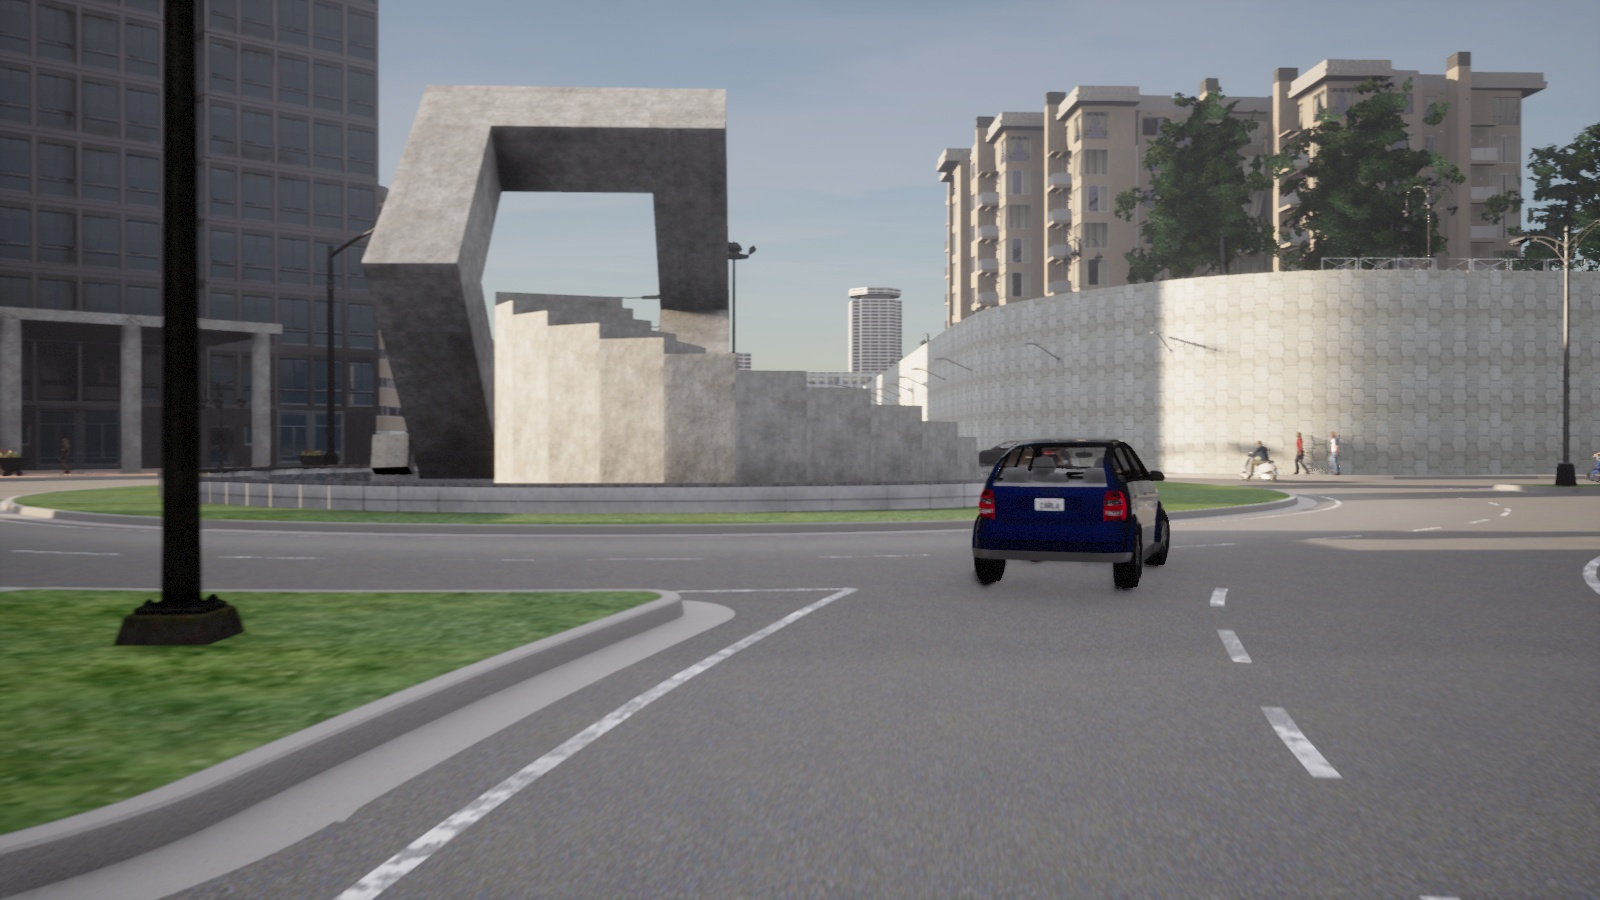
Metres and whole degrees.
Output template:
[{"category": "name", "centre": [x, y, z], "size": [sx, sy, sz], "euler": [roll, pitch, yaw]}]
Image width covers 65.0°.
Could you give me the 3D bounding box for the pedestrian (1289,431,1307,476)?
[{"category": "pedestrian", "centre": [20.737, 0.144, 52.303], "size": [0.636, 1.846, 0.331], "euler": [0, 0, 27]}]

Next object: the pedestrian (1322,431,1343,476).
[{"category": "pedestrian", "centre": [21.953, 0.149, 51.781], "size": [0.706, 1.836, 0.354], "euler": [0, 0, 0]}]

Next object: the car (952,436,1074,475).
[{"category": "car", "centre": [9.555, 0.223, 56.564], "size": [5.027, 1.651, 2.152], "euler": [0, 0, 39]}]

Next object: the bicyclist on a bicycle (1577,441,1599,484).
[{"category": "bicyclist on a bicycle", "centre": [30.274, 0.471, 47.287], "size": [1.509, 1.612, 0.866], "euler": [0, 0, -1]}]

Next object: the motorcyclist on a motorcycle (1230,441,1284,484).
[{"category": "motorcyclist on a motorcycle", "centre": [17.296, 0.462, 47.577], "size": [0.866, 1.590, 1.817], "euler": [-1, 1, -25]}]

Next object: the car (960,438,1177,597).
[{"category": "car", "centre": [3.177, 0.650, 14.292], "size": [1.789, 1.549, 3.705], "euler": [0, 0, 22]}]

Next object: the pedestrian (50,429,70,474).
[{"category": "pedestrian", "centre": [-31.894, 0.056, 54.140], "size": [0.692, 1.930, 0.396], "euler": [0, 0, -36]}]
